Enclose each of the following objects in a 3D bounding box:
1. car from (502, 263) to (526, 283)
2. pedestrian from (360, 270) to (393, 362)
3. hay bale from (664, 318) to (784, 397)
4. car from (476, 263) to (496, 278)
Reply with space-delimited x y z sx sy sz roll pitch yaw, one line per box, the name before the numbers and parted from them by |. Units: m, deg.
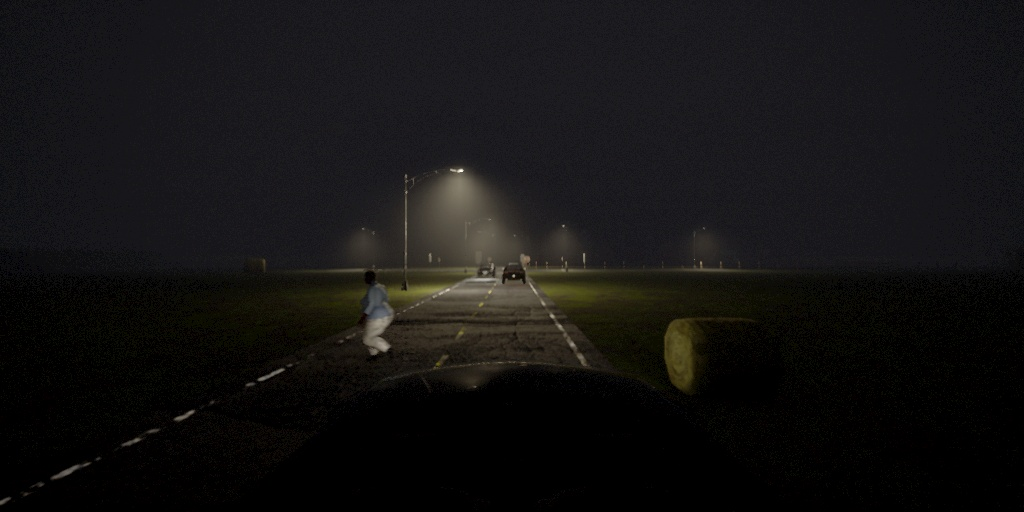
car | 0.161 1.466 30.728 1.882 1.535 5.008 0 -1 0
pedestrian | -2.533 1.082 6.701 0.375 1.860 0.375 -1 0 1
hay bale | 3.132 1.436 5.477 1.220 1.180 1.240 0 0 0
car | -2.748 1.549 39.187 2.128 1.511 4.902 0 0 0
